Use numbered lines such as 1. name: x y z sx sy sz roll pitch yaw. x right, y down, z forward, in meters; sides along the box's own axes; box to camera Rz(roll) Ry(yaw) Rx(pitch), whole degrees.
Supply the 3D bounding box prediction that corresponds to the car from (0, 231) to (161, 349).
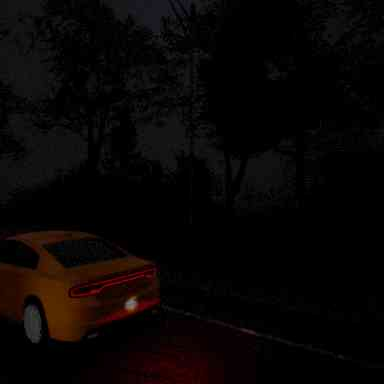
1. car: -2.821 1.490 6.400 5.008 1.535 1.882 0 0 39
